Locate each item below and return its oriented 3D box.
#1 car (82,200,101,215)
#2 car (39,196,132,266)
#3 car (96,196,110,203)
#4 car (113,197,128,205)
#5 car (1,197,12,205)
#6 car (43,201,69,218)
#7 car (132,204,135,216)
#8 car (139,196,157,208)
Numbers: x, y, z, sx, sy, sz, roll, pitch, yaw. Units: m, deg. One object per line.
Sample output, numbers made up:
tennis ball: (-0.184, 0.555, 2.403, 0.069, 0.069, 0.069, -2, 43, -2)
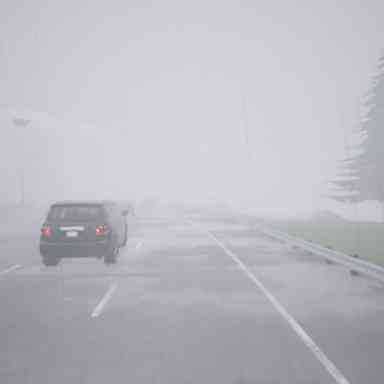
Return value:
car: (-11.290, 1.739, 37.680, 1.812, 1.442, 4.674, 0, 0, -14)
car: (-3.640, 1.291, 12.095, 2.150, 2.045, 5.566, 0, 0, -5)
car: (-22.170, 1.832, 82.915, 1.882, 1.535, 5.008, -1, 0, -32)
car: (-14.796, 1.786, 68.631, 1.812, 1.442, 4.674, -1, 0, -26)
car: (-38.828, 1.924, 69.571, 1.837, 1.490, 4.892, -1, 0, -28)
car: (-14.268, 1.758, 35.136, 1.837, 1.490, 4.892, 0, 0, -14)
car: (-6.830, 1.651, 33.784, 1.837, 1.490, 4.892, 0, 0, -13)
car: (-6.844, 1.521, 51.594, 2.097, 1.767, 4.553, -1, 0, -18)
